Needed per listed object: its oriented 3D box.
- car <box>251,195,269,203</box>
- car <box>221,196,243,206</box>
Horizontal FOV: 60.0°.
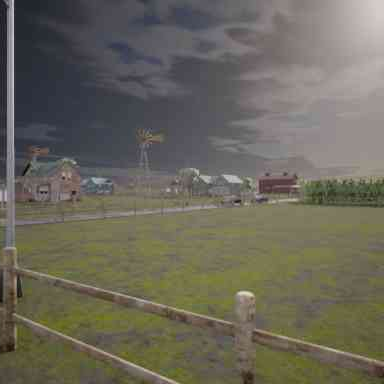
[{"bbox_3d":[11.945,1.255,58.699,1.812,1.442,4.674,-1,0,34],"label":"car"},{"bbox_3d":[6.111,1.273,50.109,2.128,1.511,4.902,-1,0,35],"label":"car"}]
